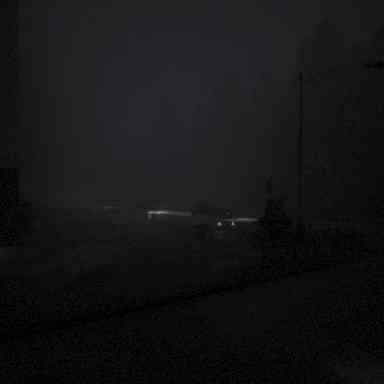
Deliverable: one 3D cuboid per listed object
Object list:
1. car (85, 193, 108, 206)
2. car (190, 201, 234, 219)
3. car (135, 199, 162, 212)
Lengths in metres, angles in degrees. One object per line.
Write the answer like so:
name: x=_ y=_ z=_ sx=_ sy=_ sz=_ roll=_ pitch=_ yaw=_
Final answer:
car: x=-15.320 y=1.210 z=53.180 sx=2.150 sy=2.045 sz=5.566 roll=0 pitch=0 yaw=-35
car: x=1.641 y=1.510 z=29.399 sx=1.812 sy=1.442 sz=4.674 roll=0 pitch=0 yaw=-36
car: x=-5.294 y=1.548 z=39.050 sx=1.994 sy=1.385 sz=4.181 roll=0 pitch=0 yaw=-35
